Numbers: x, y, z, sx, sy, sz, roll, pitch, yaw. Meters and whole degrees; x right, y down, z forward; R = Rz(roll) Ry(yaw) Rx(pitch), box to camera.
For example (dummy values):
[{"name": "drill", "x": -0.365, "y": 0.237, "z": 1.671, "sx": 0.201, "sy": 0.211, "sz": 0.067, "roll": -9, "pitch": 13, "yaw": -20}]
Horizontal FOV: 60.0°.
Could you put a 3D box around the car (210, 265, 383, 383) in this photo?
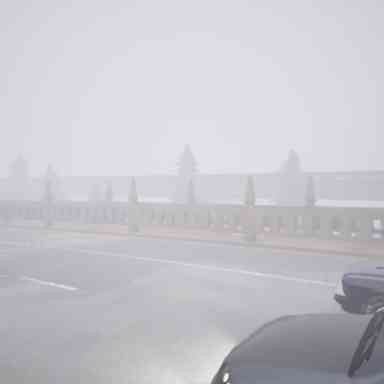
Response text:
[{"name": "car", "x": 2.149, "y": 1.549, "z": 2.251, "sx": 4.181, "sy": 1.385, "sz": 1.994, "roll": 0, "pitch": 0, "yaw": 36}]

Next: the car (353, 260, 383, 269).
[{"name": "car", "x": 4.676, "y": 1.569, "z": 4.812, "sx": 4.718, "sy": 1.301, "sz": 1.895, "roll": 0, "pitch": 0, "yaw": 36}]
